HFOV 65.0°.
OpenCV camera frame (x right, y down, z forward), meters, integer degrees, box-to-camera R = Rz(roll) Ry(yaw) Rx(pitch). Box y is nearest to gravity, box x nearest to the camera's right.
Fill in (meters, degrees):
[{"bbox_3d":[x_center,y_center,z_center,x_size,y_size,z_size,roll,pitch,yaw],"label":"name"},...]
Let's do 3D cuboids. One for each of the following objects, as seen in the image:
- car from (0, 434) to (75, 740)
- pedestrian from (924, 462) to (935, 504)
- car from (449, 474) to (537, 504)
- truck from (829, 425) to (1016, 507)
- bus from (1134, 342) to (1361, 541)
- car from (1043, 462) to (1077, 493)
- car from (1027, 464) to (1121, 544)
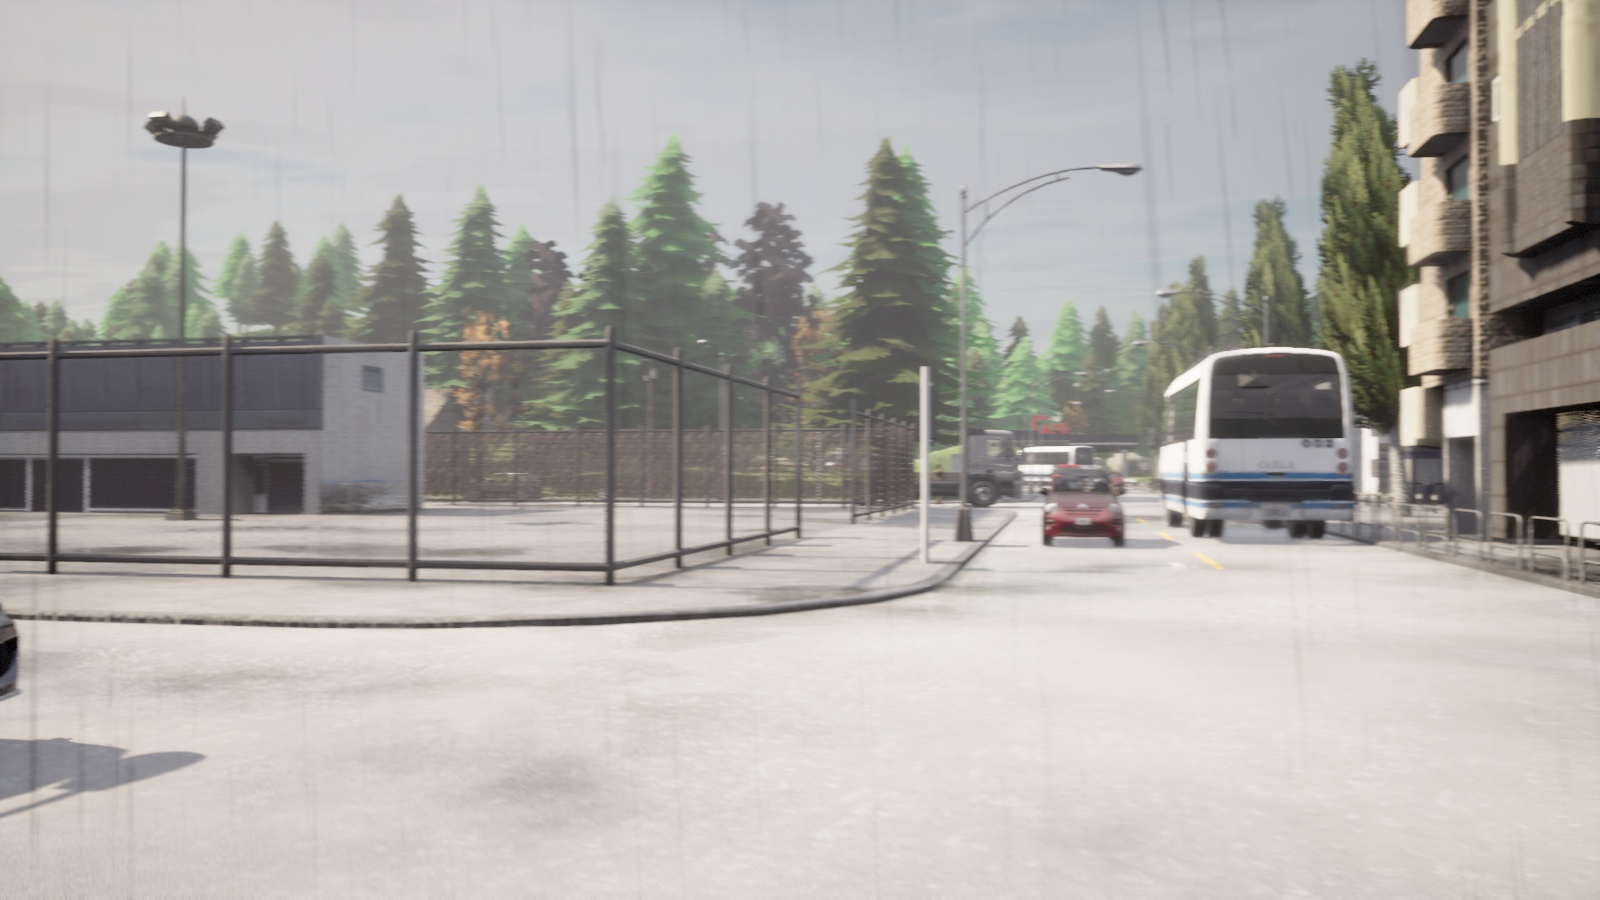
[{"bbox_3d":[-6.892,0.754,6.718,5.027,1.651,2.152,-1,-1,11],"label":"car"},{"bbox_3d":[5.891,1.494,57.041,0.396,1.930,0.692,-1,-1,13],"label":"pedestrian"},{"bbox_3d":[-15.318,1.946,62.791,3.806,1.475,1.970,-1,-1,12],"label":"car"},{"bbox_3d":[5.281,0.731,55.155,7.936,3.462,2.891,0,-1,2],"label":"truck"},{"bbox_3d":[11.026,-0.088,32.345,3.944,4.253,10.273,-1,-1,11],"label":"bus"},{"bbox_3d":[17.513,1.849,84.637,2.150,2.045,5.566,-1,-1,11],"label":"car"},{"bbox_3d":[5.991,1.140,27.584,1.851,1.617,3.988,-1,-1,12],"label":"car"}]
